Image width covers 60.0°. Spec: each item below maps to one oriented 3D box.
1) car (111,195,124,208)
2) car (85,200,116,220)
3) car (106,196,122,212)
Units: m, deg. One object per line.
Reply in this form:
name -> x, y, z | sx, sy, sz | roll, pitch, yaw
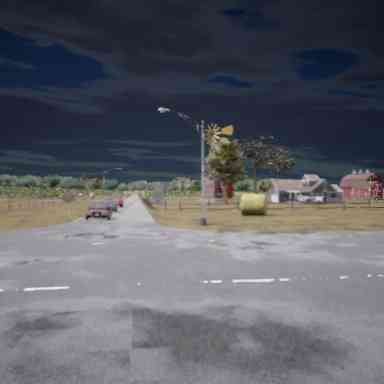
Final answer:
car -> -12.160, 1.464, 53.563 | 2.150, 2.045, 5.566 | 1, 0, -9
car -> -7.975, 1.652, 28.676 | 1.994, 1.385, 4.181 | 1, -1, -10
car -> -10.055, 1.664, 40.889 | 1.837, 1.490, 4.892 | 1, 0, -9
